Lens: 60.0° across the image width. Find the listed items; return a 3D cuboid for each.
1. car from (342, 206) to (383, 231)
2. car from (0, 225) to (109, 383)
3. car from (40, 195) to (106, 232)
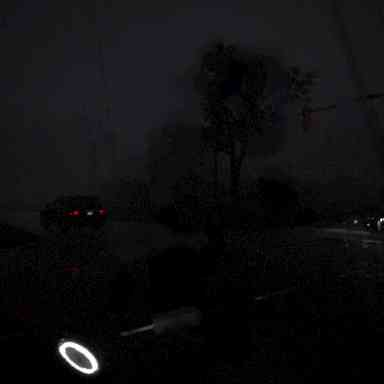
[{"bbox_3d":[11.154,1.543,20.519,4.181,1.385,1.994,0,0,-35],"label":"car"},{"bbox_3d":[-2.849,1.353,2.089,4.553,1.767,2.097,0,0,-41],"label":"car"},{"bbox_3d":[-7.058,1.216,19.464,2.150,2.045,5.566,0,0,-40],"label":"car"}]
